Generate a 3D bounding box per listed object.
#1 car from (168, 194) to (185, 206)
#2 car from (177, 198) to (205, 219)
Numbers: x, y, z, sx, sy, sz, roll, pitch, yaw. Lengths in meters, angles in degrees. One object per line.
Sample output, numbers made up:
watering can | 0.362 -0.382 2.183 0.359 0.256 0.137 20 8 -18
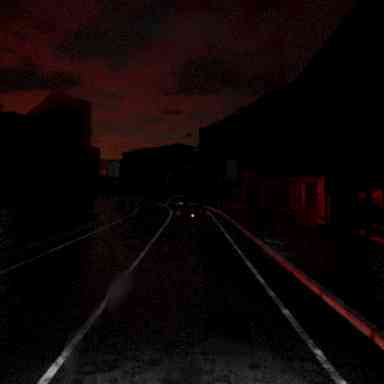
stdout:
car | -1.853 1.028 42.742 1.837 1.490 4.892 1 1 -12
car | -0.005 1.406 26.627 1.895 1.301 4.718 0 1 -2
